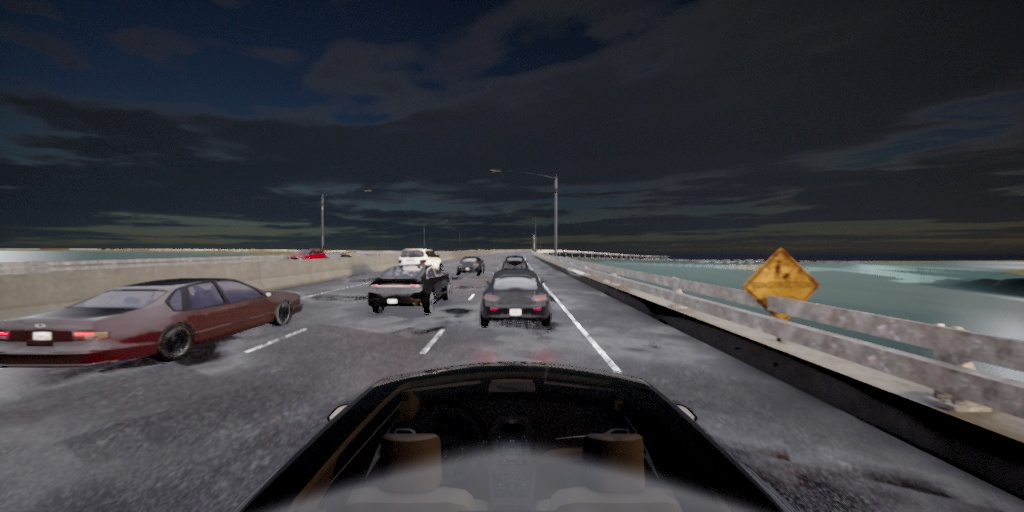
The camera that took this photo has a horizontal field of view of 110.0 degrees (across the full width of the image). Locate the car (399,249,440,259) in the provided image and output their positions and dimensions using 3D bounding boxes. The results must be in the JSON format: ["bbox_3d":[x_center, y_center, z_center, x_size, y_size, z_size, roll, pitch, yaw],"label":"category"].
[{"bbox_3d":[-6.784,0.476,26.841,2.150,2.045,5.566,0,1,1],"label":"car"}]

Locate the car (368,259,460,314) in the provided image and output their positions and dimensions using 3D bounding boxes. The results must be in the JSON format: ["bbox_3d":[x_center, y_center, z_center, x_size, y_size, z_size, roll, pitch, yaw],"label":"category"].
[{"bbox_3d":[-3.383,1.028,12.621,2.128,1.511,4.902,0,1,0],"label":"car"}]

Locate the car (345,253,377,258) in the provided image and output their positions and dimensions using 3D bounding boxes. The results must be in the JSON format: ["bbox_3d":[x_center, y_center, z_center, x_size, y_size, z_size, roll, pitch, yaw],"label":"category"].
[{"bbox_3d":[-17.263,0.434,42.464,2.128,1.511,4.902,0,1,1],"label":"car"}]

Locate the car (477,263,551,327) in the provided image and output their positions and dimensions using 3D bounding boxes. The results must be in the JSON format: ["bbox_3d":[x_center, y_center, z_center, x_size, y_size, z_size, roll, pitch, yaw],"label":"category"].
[{"bbox_3d":[0.095,1.100,10.698,1.812,1.442,4.674,0,1,0],"label":"car"}]

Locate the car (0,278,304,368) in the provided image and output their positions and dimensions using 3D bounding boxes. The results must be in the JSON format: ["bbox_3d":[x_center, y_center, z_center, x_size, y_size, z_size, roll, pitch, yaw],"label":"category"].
[{"bbox_3d":[-6.921,1.178,7.811,2.033,1.411,5.357,0,1,1],"label":"car"}]

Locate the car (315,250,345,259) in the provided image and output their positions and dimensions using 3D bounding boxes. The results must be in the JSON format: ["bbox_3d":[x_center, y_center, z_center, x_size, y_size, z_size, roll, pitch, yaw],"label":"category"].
[{"bbox_3d":[-20.762,0.420,42.508,1.882,1.535,5.008,0,1,1],"label":"car"}]

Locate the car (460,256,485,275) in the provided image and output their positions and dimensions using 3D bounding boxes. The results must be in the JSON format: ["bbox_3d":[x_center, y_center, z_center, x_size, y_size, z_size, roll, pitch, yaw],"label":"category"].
[{"bbox_3d":[-3.259,0.742,28.789,1.812,1.442,4.674,0,1,1],"label":"car"}]

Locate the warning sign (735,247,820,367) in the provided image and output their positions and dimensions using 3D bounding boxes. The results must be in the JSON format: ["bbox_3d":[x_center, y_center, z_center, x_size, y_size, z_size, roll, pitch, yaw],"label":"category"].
[{"bbox_3d":[4.555,0.781,6.082,1.300,1.860,1.060,0,0,0],"label":"warning sign"}]

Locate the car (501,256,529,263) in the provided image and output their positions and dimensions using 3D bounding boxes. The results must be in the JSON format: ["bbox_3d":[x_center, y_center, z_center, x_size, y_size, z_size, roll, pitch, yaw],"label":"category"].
[{"bbox_3d":[0.228,0.740,27.846,1.837,1.490,4.892,0,1,1],"label":"car"}]

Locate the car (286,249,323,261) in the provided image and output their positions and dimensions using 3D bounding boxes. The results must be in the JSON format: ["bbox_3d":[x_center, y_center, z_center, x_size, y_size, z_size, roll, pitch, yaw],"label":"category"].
[{"bbox_3d":[-24.263,0.163,42.537,2.150,2.045,5.566,0,1,1],"label":"car"}]
